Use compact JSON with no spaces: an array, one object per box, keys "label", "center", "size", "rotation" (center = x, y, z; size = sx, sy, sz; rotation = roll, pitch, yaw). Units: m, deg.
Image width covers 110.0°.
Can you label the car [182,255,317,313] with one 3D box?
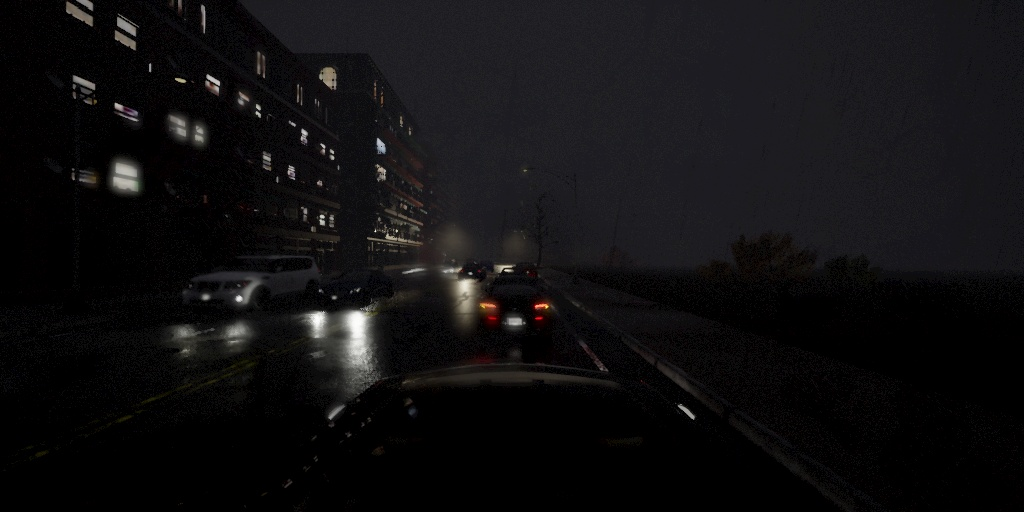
[{"label":"car","center":[-9.878,0.973,14.325],"size":[2.150,2.045,5.566],"rotation":[0,0,0]}]

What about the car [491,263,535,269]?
[{"label":"car","center":[0.061,1.317,20.322],"size":[1.994,1.385,4.181],"rotation":[0,0,0]}]

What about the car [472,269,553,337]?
[{"label":"car","center":[0.074,1.277,10.155],"size":[1.812,1.442,4.674],"rotation":[0,0,0]}]

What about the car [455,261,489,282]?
[{"label":"car","center":[-3.209,1.317,29.558],"size":[1.994,1.385,4.181],"rotation":[0,0,0]}]

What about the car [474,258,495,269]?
[{"label":"car","center":[-3.244,1.231,44.897],"size":[1.882,1.535,5.008],"rotation":[0,0,0]}]

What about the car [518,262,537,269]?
[{"label":"car","center":[1.077,1.232,29.850],"size":[1.882,1.535,5.008],"rotation":[0,0,0]}]

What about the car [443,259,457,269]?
[{"label":"car","center":[-9.954,1.244,58.077],"size":[2.128,1.511,4.902],"rotation":[0,0,0]}]

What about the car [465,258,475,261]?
[{"label":"car","center":[-6.703,1.103,59.009],"size":[2.097,1.767,4.553],"rotation":[0,0,0]}]

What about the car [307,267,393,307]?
[{"label":"car","center":[-6.632,1.278,15.701],"size":[1.812,1.442,4.674],"rotation":[0,0,0]}]
